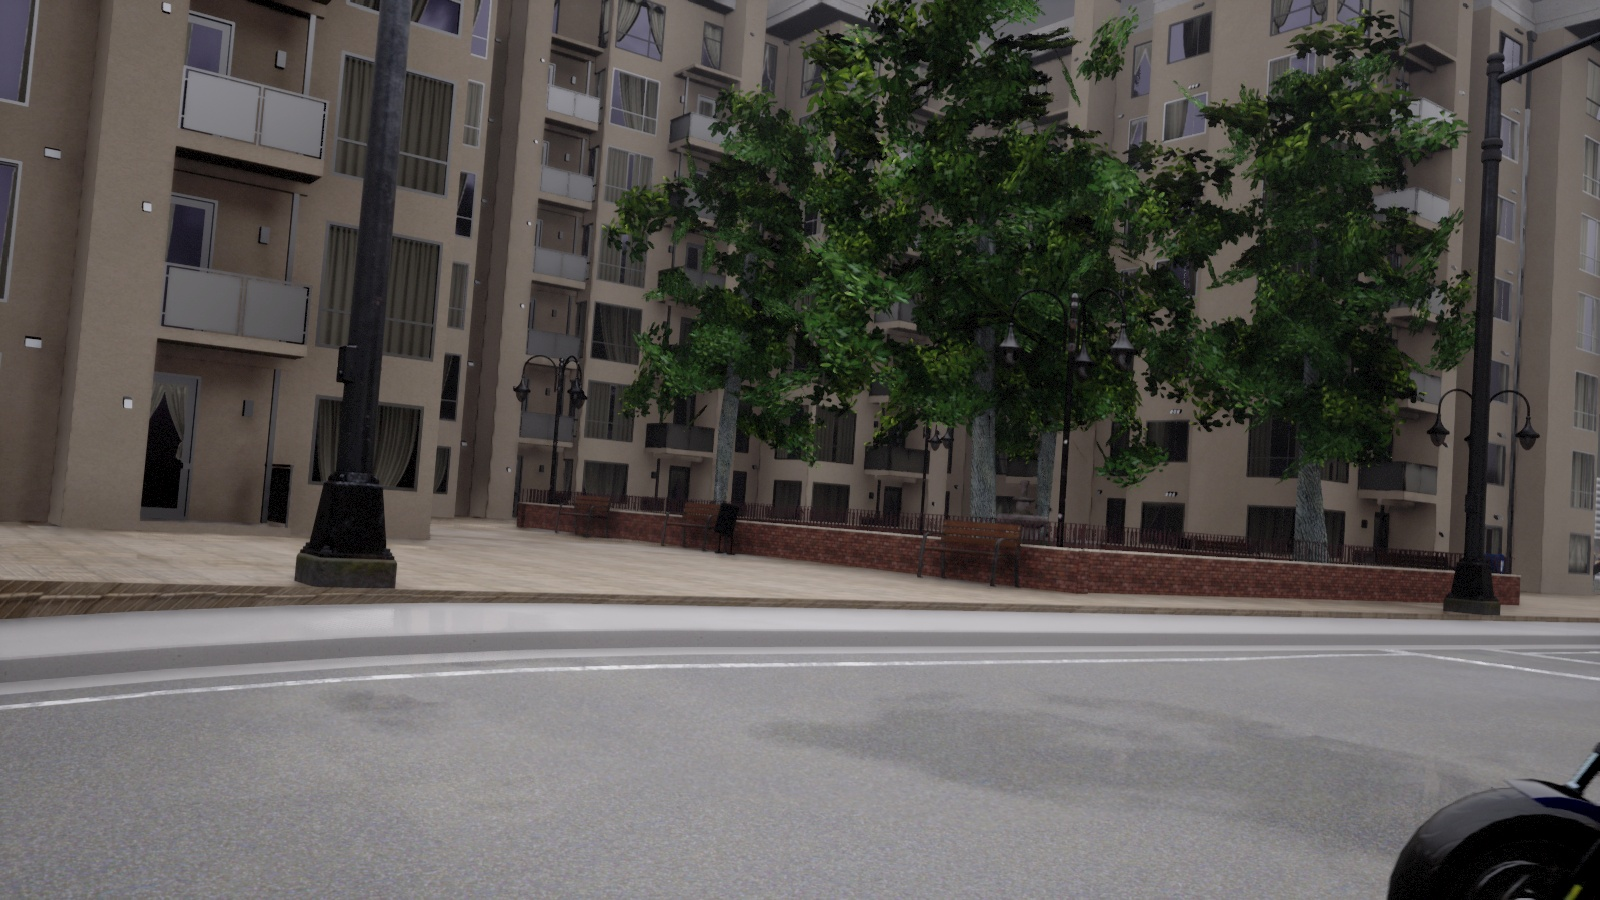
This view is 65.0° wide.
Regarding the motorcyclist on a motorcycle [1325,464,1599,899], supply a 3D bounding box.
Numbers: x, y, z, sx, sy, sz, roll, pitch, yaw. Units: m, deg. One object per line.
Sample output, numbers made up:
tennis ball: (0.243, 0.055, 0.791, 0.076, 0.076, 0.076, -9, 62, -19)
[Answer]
motorcyclist on a motorcycle: (2.840, 0.927, 3.556, 2.350, 1.649, 0.766, 3, -1, 13)
